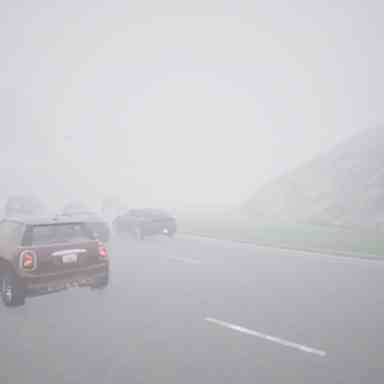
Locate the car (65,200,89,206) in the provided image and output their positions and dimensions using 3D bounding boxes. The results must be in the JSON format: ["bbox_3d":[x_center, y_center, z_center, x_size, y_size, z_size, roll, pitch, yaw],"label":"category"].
[{"bbox_3d":[-12.401,1.632,36.041,1.837,1.490,4.892,0,0,-5],"label":"car"}]

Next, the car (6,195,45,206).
[{"bbox_3d":[-15.362,1.309,30.937,2.150,2.045,5.566,0,0,-10],"label":"car"}]

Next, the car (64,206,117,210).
[{"bbox_3d":[-5.315,1.582,15.457,1.812,1.442,4.674,0,0,-35],"label":"car"}]

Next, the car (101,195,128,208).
[{"bbox_3d":[-9.108,1.382,39.484,2.150,2.045,5.566,0,0,1],"label":"car"}]

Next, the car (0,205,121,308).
[{"bbox_3d":[-3.983,1.378,8.344,2.097,1.767,4.553,1,-1,-44],"label":"car"}]

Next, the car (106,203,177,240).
[{"bbox_3d":[-2.642,1.585,17.678,1.837,1.490,4.892,0,0,-35],"label":"car"}]
